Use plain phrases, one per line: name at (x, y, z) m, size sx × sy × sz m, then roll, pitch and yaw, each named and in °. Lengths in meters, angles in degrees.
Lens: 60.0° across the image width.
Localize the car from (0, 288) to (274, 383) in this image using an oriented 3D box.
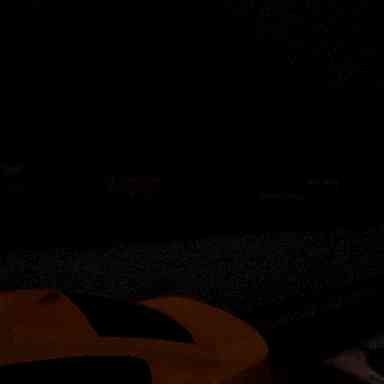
car at (-1.686, 1.473, 1.867) m, size 5.008 × 1.535 × 1.882 m, roll 1°, pitch 0°, yaw -35°
